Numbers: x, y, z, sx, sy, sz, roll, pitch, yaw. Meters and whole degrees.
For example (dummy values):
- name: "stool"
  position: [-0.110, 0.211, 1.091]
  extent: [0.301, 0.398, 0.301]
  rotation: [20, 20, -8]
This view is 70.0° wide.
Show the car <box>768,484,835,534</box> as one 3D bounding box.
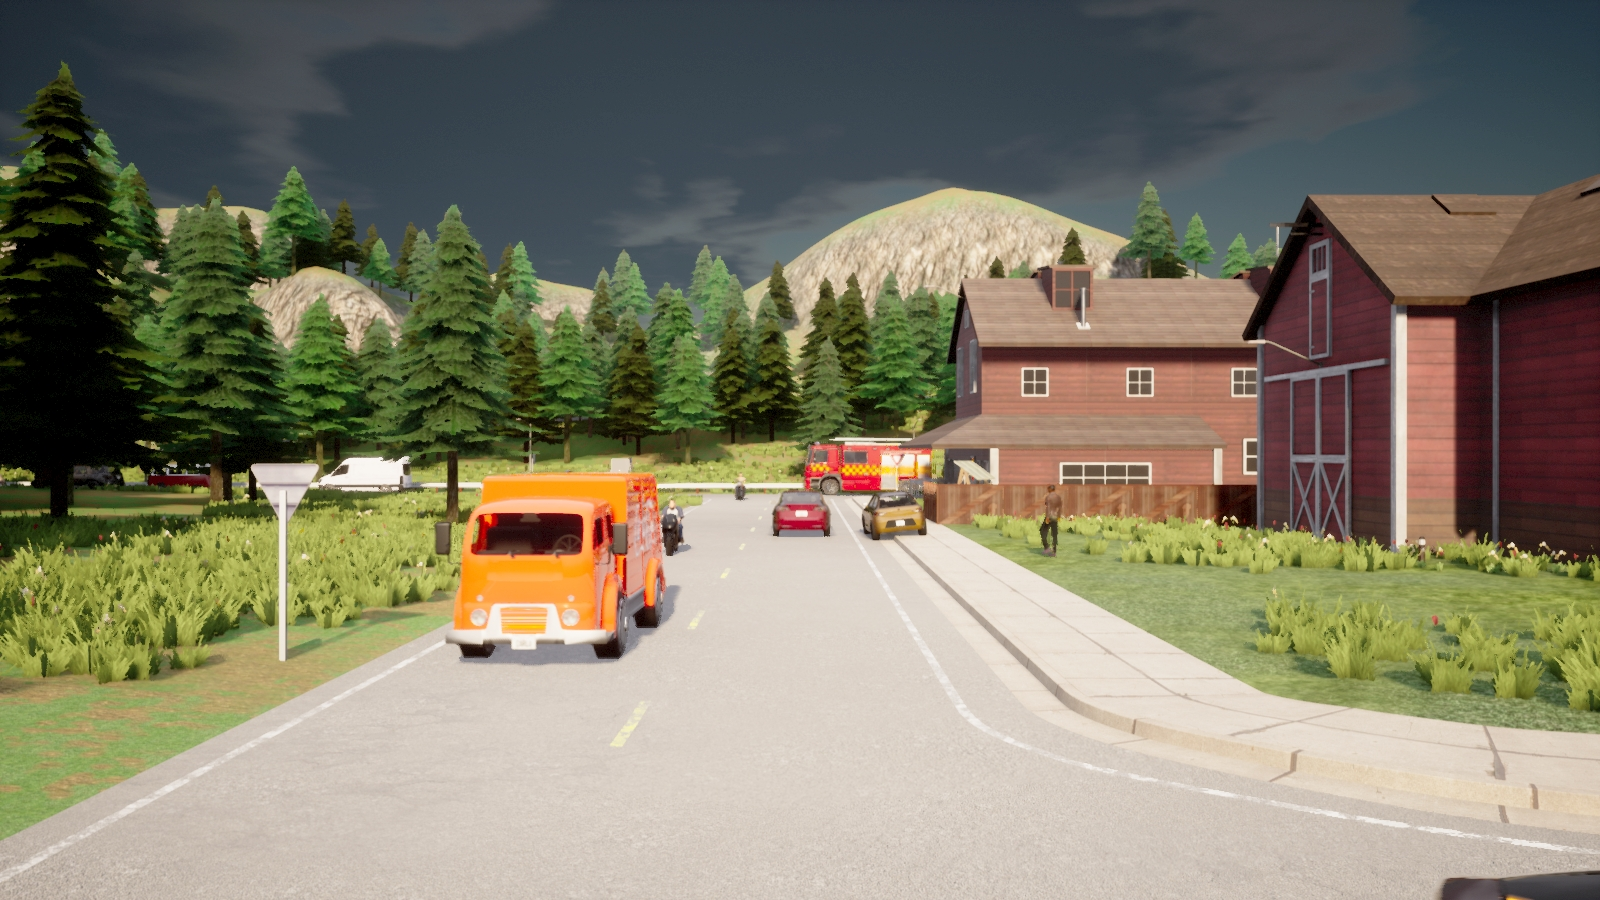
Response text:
- name: "car"
  position: [0.056, 1.980, 39.469]
  extent: [2.163, 1.488, 4.792]
  rotation: [0, 0, 0]

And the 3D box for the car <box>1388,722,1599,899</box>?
- name: "car"
  position: [4.029, 1.854, 2.760]
  extent: [4.514, 1.525, 2.007]
  rotation: [0, 1, 24]

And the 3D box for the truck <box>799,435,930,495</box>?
- name: "truck"
  position: [4.239, 0.996, 76.098]
  extent: [8.468, 3.827, 2.891]
  rotation: [0, -1, -3]

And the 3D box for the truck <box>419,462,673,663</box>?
- name: "truck"
  position: [-3.481, 1.447, 16.970]
  extent: [2.627, 2.467, 5.204]
  rotation: [0, 0, 0]

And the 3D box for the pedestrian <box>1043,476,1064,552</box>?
- name: "pedestrian"
  position: [6.332, 1.597, 28.527]
  extent: [0.375, 1.860, 0.375]
  rotation: [0, 0, -21]
